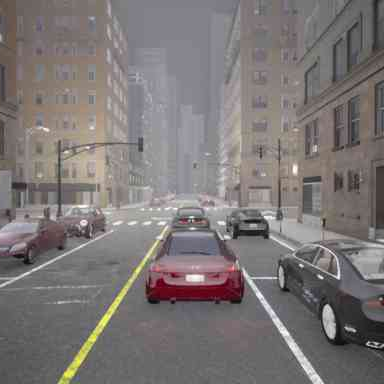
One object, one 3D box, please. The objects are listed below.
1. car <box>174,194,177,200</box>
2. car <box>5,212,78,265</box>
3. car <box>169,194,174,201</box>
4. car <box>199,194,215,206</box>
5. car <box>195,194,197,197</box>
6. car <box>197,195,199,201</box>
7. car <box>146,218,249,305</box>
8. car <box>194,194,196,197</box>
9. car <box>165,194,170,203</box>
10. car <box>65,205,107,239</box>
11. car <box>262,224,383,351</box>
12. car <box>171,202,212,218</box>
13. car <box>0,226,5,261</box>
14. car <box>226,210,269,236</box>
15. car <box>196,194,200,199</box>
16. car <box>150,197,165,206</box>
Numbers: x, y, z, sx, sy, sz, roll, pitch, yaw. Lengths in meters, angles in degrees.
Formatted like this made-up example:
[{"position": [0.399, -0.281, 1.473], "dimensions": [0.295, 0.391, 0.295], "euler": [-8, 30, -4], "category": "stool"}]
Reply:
[{"position": [-6.022, 1.453, 92.093], "dimensions": [2.192, 1.841, 5.009], "euler": [0, 0, 0], "category": "car"}, {"position": [-5.724, 1.582, 11.629], "dimensions": [1.802, 1.307, 4.206], "euler": [0, 0, 0], "category": "car"}, {"position": [-5.986, 1.623, 81.106], "dimensions": [1.752, 1.417, 4.829], "euler": [0, 0, 0], "category": "car"}, {"position": [2.623, 1.474, 54.263], "dimensions": [1.967, 1.590, 4.097], "euler": [0, 0, 0], "category": "car"}, {"position": [2.520, 1.557, 86.716], "dimensions": [1.967, 1.590, 4.097], "euler": [0, 0, 0], "category": "car"}, {"position": [2.590, 1.604, 65.080], "dimensions": [2.008, 1.369, 4.403], "euler": [0, 0, 0], "category": "car"}, {"position": [0.042, 1.564, 8.168], "dimensions": [1.994, 1.385, 4.181], "euler": [0, 0, -1], "category": "car"}, {"position": [2.502, 1.454, 92.126], "dimensions": [2.192, 1.841, 5.009], "euler": [0, 0, 0], "category": "car"}, {"position": [-5.935, 1.604, 65.050], "dimensions": [2.008, 1.369, 4.403], "euler": [0, 0, 0], "category": "car"}, {"position": [-5.752, 1.440, 17.131], "dimensions": [1.967, 1.590, 4.097], "euler": [0, 0, 0], "category": "car"}, {"position": [2.828, 1.550, 6.170], "dimensions": [2.008, 1.369, 4.403], "euler": [0, 0, 0], "category": "car"}, {"position": [-0.046, 1.505, 17.081], "dimensions": [1.837, 1.490, 4.892], "euler": [0, 0, 0], "category": "car"}, {"position": [-5.697, 1.565, 6.128], "dimensions": [1.947, 1.339, 4.313], "euler": [0, 0, 0], "category": "car"}, {"position": [2.774, 1.566, 17.173], "dimensions": [1.947, 1.339, 4.313], "euler": [0, 0, 0], "category": "car"}, {"position": [2.555, 1.521, 75.898], "dimensions": [1.967, 1.590, 4.097], "euler": [0, 0, 0], "category": "car"}, {"position": [-5.901, 1.616, 54.233], "dimensions": [1.802, 1.307, 4.206], "euler": [0, 0, 0], "category": "car"}]
